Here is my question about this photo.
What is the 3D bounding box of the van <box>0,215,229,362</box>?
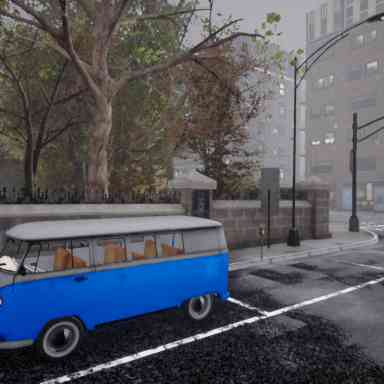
[{"bbox_3d":[-1.219,1.342,5.621,3.998,1.788,1.690,0,1,-35],"label":"van"}]
